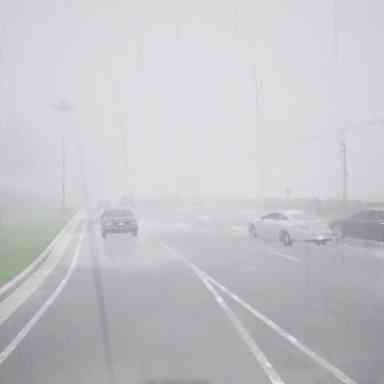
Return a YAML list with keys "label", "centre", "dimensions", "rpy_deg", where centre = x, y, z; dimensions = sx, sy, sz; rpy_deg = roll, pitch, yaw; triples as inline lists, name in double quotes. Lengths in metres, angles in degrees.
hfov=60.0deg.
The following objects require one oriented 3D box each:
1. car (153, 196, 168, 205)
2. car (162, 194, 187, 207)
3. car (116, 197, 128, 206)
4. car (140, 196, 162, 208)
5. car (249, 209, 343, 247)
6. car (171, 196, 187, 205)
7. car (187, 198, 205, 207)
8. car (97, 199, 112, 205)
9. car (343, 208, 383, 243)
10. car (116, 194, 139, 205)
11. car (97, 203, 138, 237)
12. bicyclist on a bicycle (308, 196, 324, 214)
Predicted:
- label: "car"
  centre: [-5.875, 1.600, 61.554]
  dimensions: [1.837, 1.490, 4.892]
  rpy_deg: [0, 0, -16]
- label: "car"
  centre: [-2.964, 1.285, 51.581]
  dimensions: [2.150, 2.045, 5.566]
  rpy_deg: [0, 0, -16]
- label: "car"
  centre: [-12.594, 1.675, 59.591]
  dimensions: [1.812, 1.442, 4.674]
  rpy_deg: [0, 0, -16]
- label: "car"
  centre: [-6.313, 1.568, 50.571]
  dimensions: [1.882, 1.535, 5.008]
  rpy_deg: [0, 0, -16]
- label: "car"
  centre: [4.221, 1.501, 14.855]
  dimensions: [1.812, 1.442, 4.674]
  rpy_deg: [0, 0, -16]
- label: "car"
  centre: [-2.515, 1.573, 62.536]
  dimensions: [1.837, 1.490, 4.892]
  rpy_deg: [0, 0, -16]
- label: "car"
  centre: [0.406, 1.583, 52.534]
  dimensions: [2.033, 1.411, 5.357]
  rpy_deg: [0, 0, -16]
- label: "car"
  centre: [-11.725, 1.678, 44.491]
  dimensions: [2.033, 1.411, 5.357]
  rpy_deg: [0, 0, -16]
- label: "car"
  centre: [8.042, 1.450, 14.272]
  dimensions: [1.837, 1.490, 4.892]
  rpy_deg: [0, 0, -16]
- label: "car"
  centre: [-9.683, 1.339, 49.619]
  dimensions: [2.150, 2.045, 5.566]
  rpy_deg: [0, 0, -16]
- label: "car"
  centre: [-4.131, 1.596, 18.507]
  dimensions: [2.033, 1.411, 5.357]
  rpy_deg: [0, 0, -16]
- label: "bicyclist on a bicycle"
  centre: [11.199, 1.230, 30.077]
  dimensions: [1.656, 1.620, 0.582]
  rpy_deg: [-1, 0, -16]
